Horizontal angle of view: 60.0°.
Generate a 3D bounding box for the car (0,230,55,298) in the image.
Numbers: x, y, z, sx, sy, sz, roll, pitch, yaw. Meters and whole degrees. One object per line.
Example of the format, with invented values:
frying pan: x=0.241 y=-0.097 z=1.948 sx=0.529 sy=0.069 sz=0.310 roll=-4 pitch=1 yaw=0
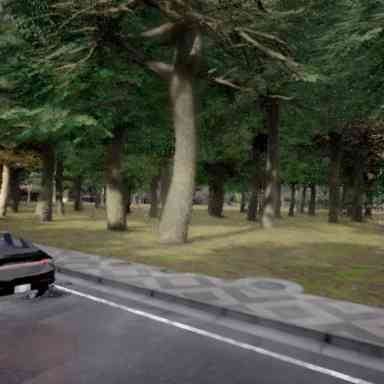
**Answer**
car: x=-5.172 y=1.646 z=7.877 sx=4.902 sy=1.511 sz=2.128 roll=0 pitch=-2 yaw=38
